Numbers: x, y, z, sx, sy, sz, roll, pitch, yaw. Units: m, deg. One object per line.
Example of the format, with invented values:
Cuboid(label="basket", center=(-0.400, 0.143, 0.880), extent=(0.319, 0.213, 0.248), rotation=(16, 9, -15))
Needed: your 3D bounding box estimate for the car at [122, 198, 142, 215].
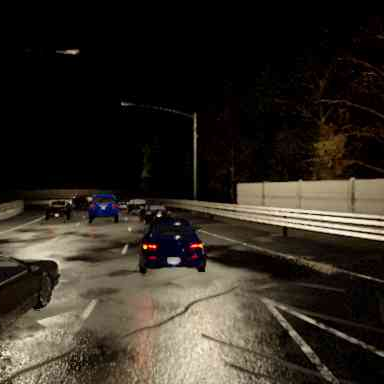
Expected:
Cuboid(label="car", center=(-5.493, 1.495, 33.638), extent=(2.128, 1.511, 4.902), rotation=(0, 0, -17))

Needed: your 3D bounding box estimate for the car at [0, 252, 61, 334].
Cuboid(label="car", center=(-3.650, 1.557, 4.778), extent=(2.033, 1.411, 5.357), rotation=(0, 0, -3))

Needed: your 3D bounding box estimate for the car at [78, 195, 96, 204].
Cuboid(label="car", center=(-19.893, 1.390, 63.029), extent=(2.097, 1.767, 4.553), rotation=(0, 0, -34))

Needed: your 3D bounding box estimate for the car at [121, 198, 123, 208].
Cuboid(label="car", center=(-9.076, 1.516, 43.090), extent=(1.837, 1.490, 4.892), rotation=(0, 0, -22))

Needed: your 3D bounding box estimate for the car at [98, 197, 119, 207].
Cuboid(label="car", center=(-13.106, 1.512, 51.730), extent=(2.128, 1.511, 4.902), rotation=(0, 0, -27))

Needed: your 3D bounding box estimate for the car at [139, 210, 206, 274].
Cuboid(label="car", center=(-0.665, 1.525, 10.474), extent=(1.812, 1.442, 4.674), rotation=(0, 0, -5))

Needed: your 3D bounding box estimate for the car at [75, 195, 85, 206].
Cuboid(label="car", center=(-18.264, 1.542, 54.108), extent=(1.837, 1.490, 4.892), rotation=(0, 0, -30))

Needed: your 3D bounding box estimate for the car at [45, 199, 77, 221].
Cuboid(label="car", center=(-11.046, 1.531, 27.950), extent=(1.837, 1.490, 4.892), rotation=(0, 0, -15))

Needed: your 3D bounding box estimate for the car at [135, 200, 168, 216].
Cuboid(label="car", center=(-2.778, 1.562, 24.692), extent=(1.994, 1.385, 4.181), rotation=(0, 0, -16))

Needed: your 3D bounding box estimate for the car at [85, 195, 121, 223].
Cuboid(label="car", center=(-6.973, 1.234, 26.382), extent=(2.150, 2.045, 5.566), rotation=(0, 0, -14))
